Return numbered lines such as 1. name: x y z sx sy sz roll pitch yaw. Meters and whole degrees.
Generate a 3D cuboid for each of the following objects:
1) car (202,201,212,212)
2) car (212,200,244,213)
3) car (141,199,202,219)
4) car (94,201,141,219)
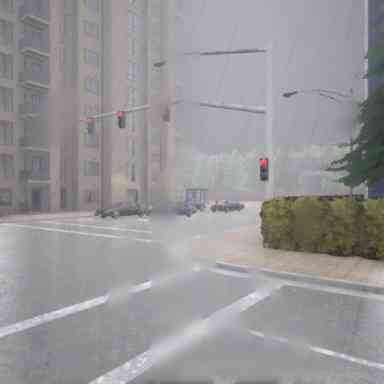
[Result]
1. car: -0.329 1.492 37.228 2.128 1.511 4.902 0 0 36
2. car: 3.970 1.601 37.183 1.895 1.301 4.718 0 0 36
3. car: -1.677 1.547 29.435 2.033 1.411 5.357 0 0 36
4. car: -6.012 1.547 29.424 2.033 1.411 5.357 0 0 36
